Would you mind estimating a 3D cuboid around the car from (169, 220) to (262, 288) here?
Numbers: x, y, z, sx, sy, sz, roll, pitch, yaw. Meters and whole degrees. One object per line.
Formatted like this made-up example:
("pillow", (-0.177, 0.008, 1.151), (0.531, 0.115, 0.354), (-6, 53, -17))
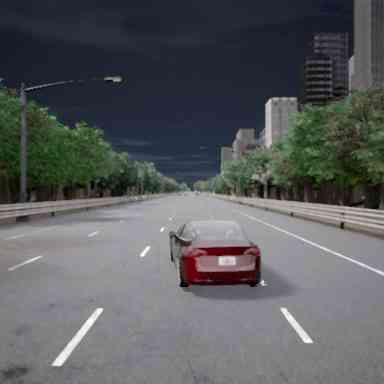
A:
("car", (0.455, 1.496, 9.342), (2.163, 1.488, 4.792), (0, 0, -7))
